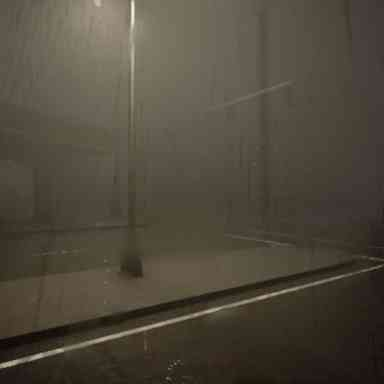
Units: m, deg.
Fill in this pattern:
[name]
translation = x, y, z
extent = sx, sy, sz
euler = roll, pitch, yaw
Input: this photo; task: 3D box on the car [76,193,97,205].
[car]
translation = -18.741, 1.395, 60.047
extent = 2.097, 1.767, 4.553
euler = 0, 0, -36
